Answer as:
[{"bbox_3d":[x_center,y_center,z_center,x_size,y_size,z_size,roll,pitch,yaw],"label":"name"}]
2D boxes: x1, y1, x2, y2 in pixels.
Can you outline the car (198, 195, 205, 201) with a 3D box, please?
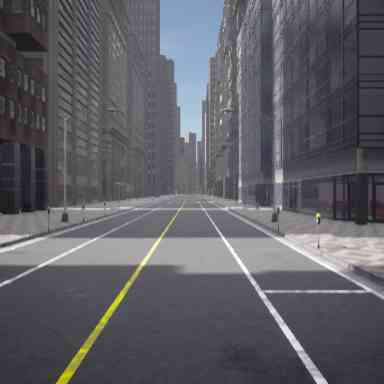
[{"bbox_3d":[2.350,1.445,84.866,1.801,1.575,5.366,0,0,0],"label":"car"}]
